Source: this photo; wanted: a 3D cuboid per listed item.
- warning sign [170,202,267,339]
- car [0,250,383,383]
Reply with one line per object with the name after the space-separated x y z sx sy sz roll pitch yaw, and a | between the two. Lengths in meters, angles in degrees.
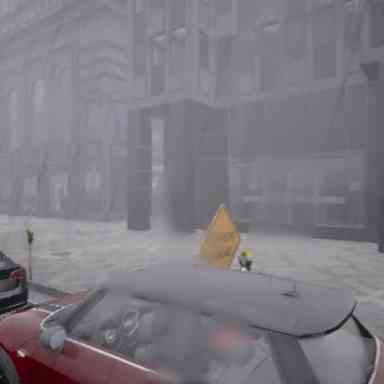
0.465 1.121 5.468 1.060 1.860 1.300 0 0 35 | warning sign
-0.311 1.445 3.183 4.097 1.590 1.967 0 0 35 | car
